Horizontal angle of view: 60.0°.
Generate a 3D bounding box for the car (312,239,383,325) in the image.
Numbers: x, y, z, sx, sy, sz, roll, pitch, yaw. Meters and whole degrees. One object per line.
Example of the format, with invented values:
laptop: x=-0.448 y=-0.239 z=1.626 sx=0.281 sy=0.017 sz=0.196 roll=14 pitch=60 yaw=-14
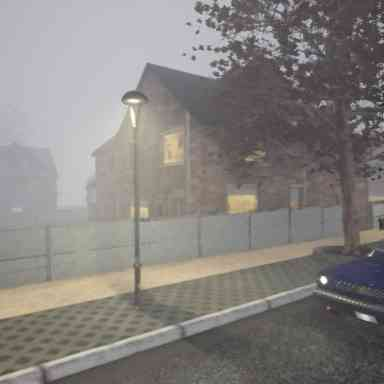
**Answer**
car: x=4.368 y=1.537 z=6.290 sx=4.718 sy=1.301 sz=1.895 roll=-1 pitch=0 yaw=-36
